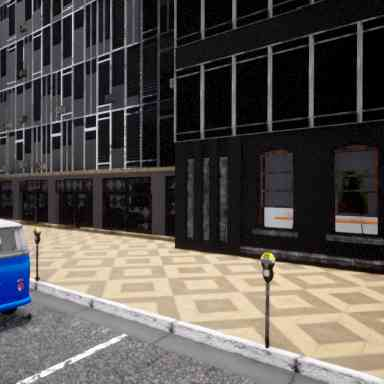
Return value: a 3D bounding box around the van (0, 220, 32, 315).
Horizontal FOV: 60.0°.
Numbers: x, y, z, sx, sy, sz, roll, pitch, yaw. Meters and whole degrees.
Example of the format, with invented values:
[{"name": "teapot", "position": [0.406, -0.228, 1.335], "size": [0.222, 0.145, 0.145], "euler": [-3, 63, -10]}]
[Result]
[{"name": "van", "position": [-4.711, 1.340, 6.249], "size": [3.998, 1.788, 1.690], "euler": [0, 0, 36]}]
